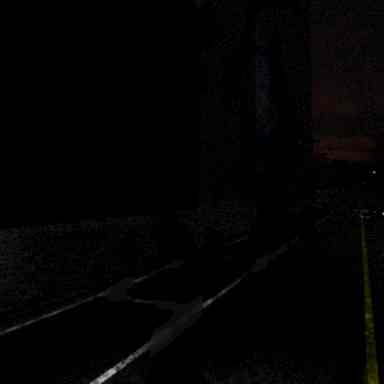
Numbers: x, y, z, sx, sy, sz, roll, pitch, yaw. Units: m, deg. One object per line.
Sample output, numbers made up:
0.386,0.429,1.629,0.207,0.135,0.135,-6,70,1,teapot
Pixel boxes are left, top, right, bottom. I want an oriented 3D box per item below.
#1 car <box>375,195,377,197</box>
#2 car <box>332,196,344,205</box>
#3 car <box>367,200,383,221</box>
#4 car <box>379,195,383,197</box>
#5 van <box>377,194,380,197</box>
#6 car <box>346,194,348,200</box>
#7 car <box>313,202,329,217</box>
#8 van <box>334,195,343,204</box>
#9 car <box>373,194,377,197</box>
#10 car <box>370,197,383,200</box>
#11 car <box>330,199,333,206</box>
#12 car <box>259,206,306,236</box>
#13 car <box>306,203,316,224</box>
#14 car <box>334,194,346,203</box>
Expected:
39.830,1.683,69.207,1.947,1.339,4.313,-2,-1,27,car
27.099,1.855,62.897,1.802,1.307,4.206,-2,-1,27,car
15.748,1.648,27.451,1.994,1.385,4.181,-1,-1,27,car
34.788,1.632,59.217,1.752,1.417,4.829,-2,-1,27,car
37.265,1.454,64.139,1.690,1.788,3.998,-2,-1,27,van
34.768,1.601,78.113,2.192,1.841,5.009,-2,-1,27,car
12.524,1.762,34.017,2.008,1.369,4.403,-2,-1,27,car
32.210,1.625,73.042,1.690,1.788,3.998,-2,-1,27,van
45.022,1.646,79.500,1.752,1.417,4.829,-2,-1,27,car
20.760,1.618,37.201,1.837,1.490,4.892,-2,0,30,car
14.948,1.790,38.819,1.947,1.339,4.313,-2,-1,27,car
5.255,1.705,19.614,1.887,1.381,4.507,-2,-1,27,car
7.679,1.761,24.414,1.802,1.307,4.206,-2,-1,27,car
29.651,1.594,67.972,2.192,1.841,5.009,-2,-1,27,car
